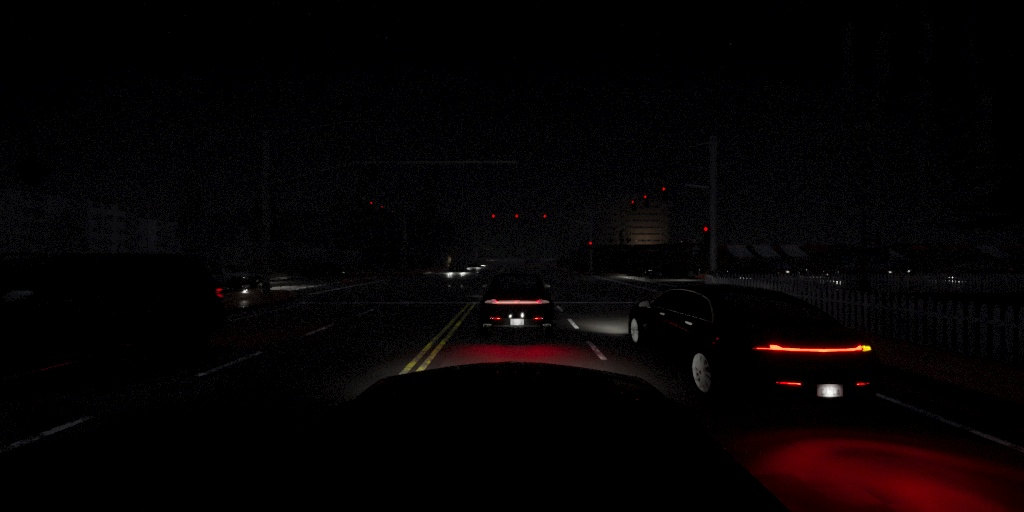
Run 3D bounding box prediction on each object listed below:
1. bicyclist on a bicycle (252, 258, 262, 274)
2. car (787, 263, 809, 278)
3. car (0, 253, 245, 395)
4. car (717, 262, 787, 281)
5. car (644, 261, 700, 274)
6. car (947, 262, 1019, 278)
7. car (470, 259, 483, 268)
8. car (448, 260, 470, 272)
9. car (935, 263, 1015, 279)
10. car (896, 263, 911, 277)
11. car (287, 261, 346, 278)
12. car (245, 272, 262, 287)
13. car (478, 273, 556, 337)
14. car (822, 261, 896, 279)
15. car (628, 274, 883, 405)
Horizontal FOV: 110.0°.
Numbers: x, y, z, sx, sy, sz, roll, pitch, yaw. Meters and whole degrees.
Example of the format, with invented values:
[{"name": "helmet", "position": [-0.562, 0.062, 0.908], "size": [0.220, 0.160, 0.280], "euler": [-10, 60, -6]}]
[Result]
[{"name": "bicyclist on a bicycle", "position": [-26.175, 1.051, 36.843], "size": [0.582, 1.620, 1.656], "euler": [0, 0, -3]}, {"name": "car", "position": [24.659, 1.297, 33.634], "size": [5.357, 1.411, 2.033], "euler": [0, 0, -1]}, {"name": "car", "position": [-7.083, 0.971, 5.179], "size": [2.150, 2.045, 5.566], "euler": [0, 0, 0]}, {"name": "car", "position": [19.615, 1.241, 30.036], "size": [4.902, 1.511, 2.128], "euler": [0, 0, -1]}, {"name": "car", "position": [14.920, 1.255, 33.512], "size": [4.892, 1.490, 1.837], "euler": [0, 0, 1]}, {"name": "car", "position": [44.526, 1.314, 33.974], "size": [4.181, 1.385, 1.994], "euler": [0, 0, -1]}, {"name": "car", "position": [-6.695, 1.275, 63.212], "size": [1.812, 1.442, 4.674], "euler": [0, 0, 1]}, {"name": "car", "position": [-6.838, 1.254, 45.433], "size": [1.837, 1.490, 4.892], "euler": [0, 0, 0]}, {"name": "car", "position": [38.875, 1.276, 30.387], "size": [4.674, 1.442, 1.812], "euler": [0, 0, -1]}, {"name": "car", "position": [34.483, 1.241, 33.813], "size": [4.902, 1.511, 2.128], "euler": [0, 0, -1]}, {"name": "car", "position": [-17.840, 1.254, 32.783], "size": [4.892, 1.490, 1.837], "euler": [0, 1, -2]}, {"name": "car", "position": [-18.162, 1.276, 22.254], "size": [4.674, 1.442, 1.812], "euler": [0, 0, 0]}, {"name": "car", "position": [0.130, 1.242, 10.333], "size": [2.128, 1.511, 4.902], "euler": [0, 0, 0]}, {"name": "car", "position": [28.875, 1.276, 30.203], "size": [4.674, 1.442, 1.812], "euler": [0, 0, -1]}, {"name": "car", "position": [3.587, 1.255, 6.429], "size": [1.837, 1.490, 4.892], "euler": [0, 0, 1]}]
